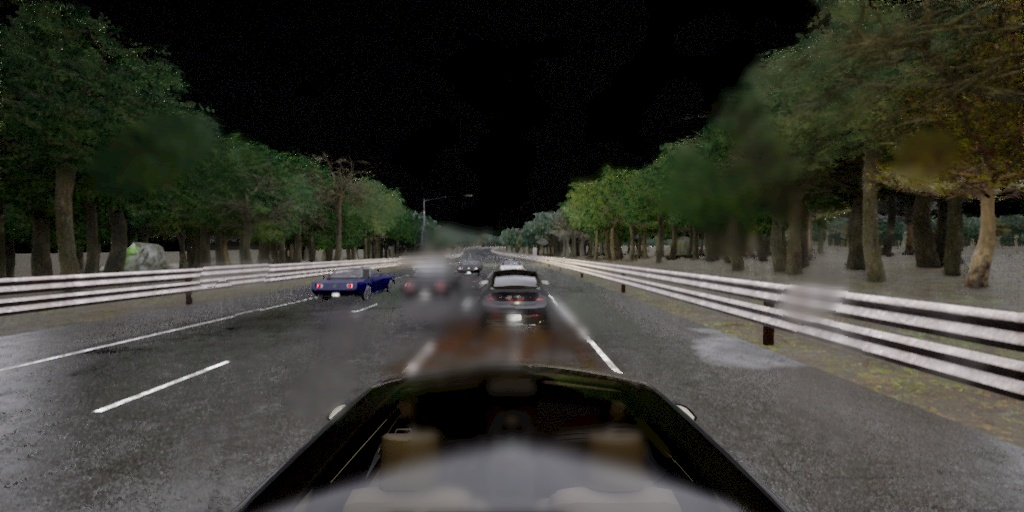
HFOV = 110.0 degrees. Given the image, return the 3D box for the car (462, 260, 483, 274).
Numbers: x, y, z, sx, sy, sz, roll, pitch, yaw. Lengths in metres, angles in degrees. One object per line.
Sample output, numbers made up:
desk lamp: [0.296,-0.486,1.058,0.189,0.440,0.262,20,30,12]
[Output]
car: [-3.572,1.029,31.448,1.895,1.301,4.718,0,1,-1]

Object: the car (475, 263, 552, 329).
car: [0.094,1.158,10.770,1.837,1.490,4.892,0,1,0]

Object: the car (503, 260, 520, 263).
car: [-0.072,1.029,31.464,1.895,1.301,4.718,0,1,-1]

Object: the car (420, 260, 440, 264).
car: [-7.072,1.030,31.438,1.895,1.301,4.718,0,1,-1]

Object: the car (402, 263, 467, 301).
car: [-3.401,1.193,16.290,1.895,1.301,4.718,0,1,0]

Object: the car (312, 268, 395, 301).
car: [-6.903,1.194,16.246,1.895,1.301,4.718,0,1,0]
